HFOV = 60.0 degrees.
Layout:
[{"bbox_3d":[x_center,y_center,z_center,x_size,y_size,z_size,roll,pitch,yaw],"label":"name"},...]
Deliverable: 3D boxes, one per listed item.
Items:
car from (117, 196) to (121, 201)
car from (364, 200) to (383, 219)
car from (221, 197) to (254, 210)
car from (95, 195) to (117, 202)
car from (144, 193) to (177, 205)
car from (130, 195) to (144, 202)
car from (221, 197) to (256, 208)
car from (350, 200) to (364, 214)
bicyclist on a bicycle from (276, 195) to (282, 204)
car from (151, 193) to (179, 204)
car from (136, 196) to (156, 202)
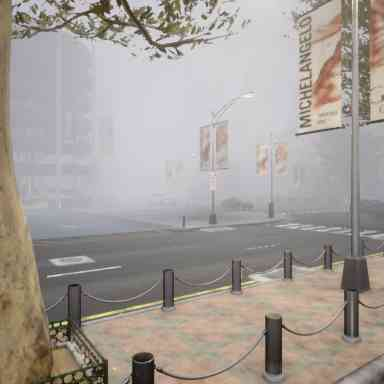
[{"bbox_3d":[-19.495,1.418,79.685,5.008,1.535,1.882,0,0,12],"label":"car"},{"bbox_3d":[17.038,1.564,27.526,1.994,1.385,4.181,0,0,-35],"label":"car"},{"bbox_3d":[5.911,1.478,43.280,1.882,1.535,5.008,0,0,-35],"label":"car"},{"bbox_3d":[-20.459,1.450,76.320,4.892,1.490,1.837,0,0,12],"label":"car"},{"bbox_3d":[-5.557,1.222,58.957,2.150,2.045,5.566,0,0,-42],"label":"car"},{"bbox_3d":[-11.219,1.355,72.603,4.553,1.767,2.097,0,0,26],"label":"car"},{"bbox_3d":[6.668,1.491,48.256,2.128,1.511,4.902,0,0,-35],"label":"car"},{"bbox_3d":[17.951,1.491,32.303,2.128,1.511,4.902,0,0,-35],"label":"car"},{"bbox_3d":[15.756,1.300,60.497,1.656,1.620,0.582,0,0,-36],"label":"bicyclist on a bicycle"},{"bbox_3d":[-5.289,1.223,63.659,5.566,2.045,2.150,0,-1,43],"label":"car"},{"bbox_3d":[-10.472,1.552,76.159,4.181,1.385,1.994,0,0,26],"label":"car"}]
